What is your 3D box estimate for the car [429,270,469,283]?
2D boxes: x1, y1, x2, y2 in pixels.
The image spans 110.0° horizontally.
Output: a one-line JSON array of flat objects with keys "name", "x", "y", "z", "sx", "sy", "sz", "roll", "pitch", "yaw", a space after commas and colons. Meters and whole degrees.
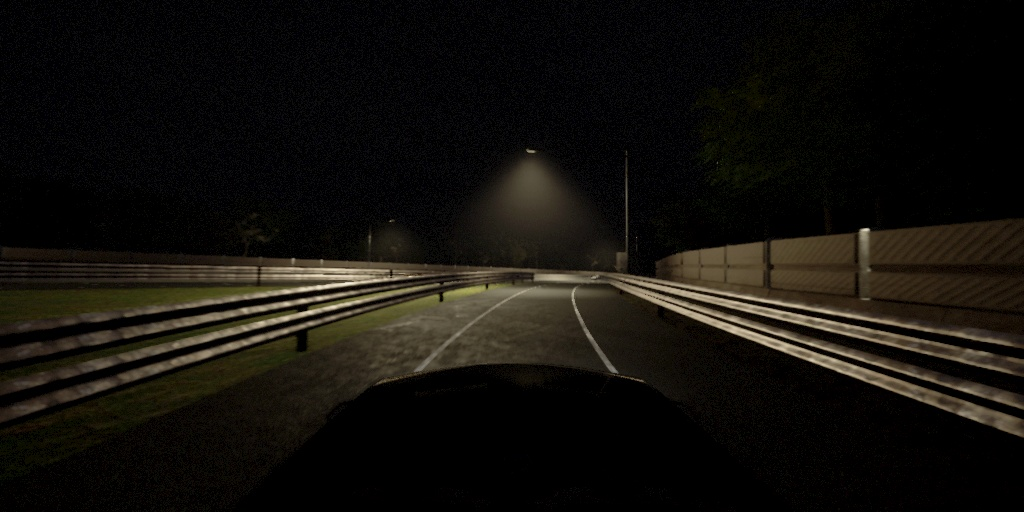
[{"name": "car", "x": -7.627, "y": 2.590, "z": 45.588, "sx": 1.882, "sy": 1.535, "sz": 5.008, "roll": -2, "pitch": -4, "yaw": 37}]
